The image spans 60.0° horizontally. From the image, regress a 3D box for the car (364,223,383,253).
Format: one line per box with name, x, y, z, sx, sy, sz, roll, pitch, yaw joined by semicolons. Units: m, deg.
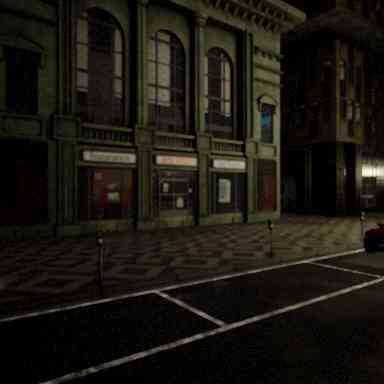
car;8.197;1.554;12.477;4.507;1.381;1.887;0;0;-35
